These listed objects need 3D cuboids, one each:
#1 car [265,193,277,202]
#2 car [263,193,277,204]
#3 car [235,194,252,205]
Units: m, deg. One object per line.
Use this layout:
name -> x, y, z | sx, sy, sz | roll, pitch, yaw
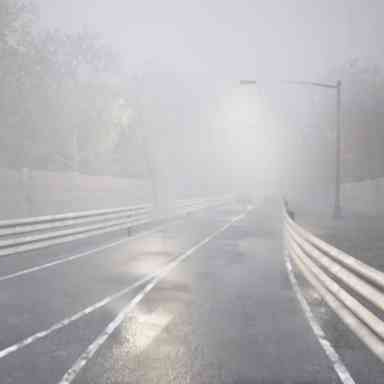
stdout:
car -> 14.724, 0.958, 61.695 | 2.128, 1.511, 4.902 | 1, 0, 15
car -> 12.112, 0.961, 51.717 | 1.882, 1.535, 5.008 | 1, 0, 15
car -> 7.217, 0.951, 46.130 | 1.882, 1.535, 5.008 | 1, 0, 15
